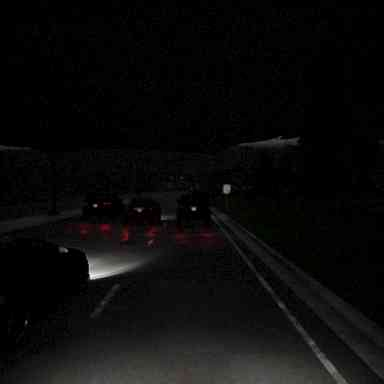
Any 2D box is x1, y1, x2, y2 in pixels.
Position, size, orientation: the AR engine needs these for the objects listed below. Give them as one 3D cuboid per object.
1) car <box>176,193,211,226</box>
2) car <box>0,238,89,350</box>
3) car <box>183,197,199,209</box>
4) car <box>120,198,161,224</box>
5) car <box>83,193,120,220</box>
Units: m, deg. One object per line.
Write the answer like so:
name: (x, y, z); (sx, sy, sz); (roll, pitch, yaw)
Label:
car: (0.097, 1.092, 22.576); (2.150, 2.045, 5.566); (0, 1, 0)
car: (-3.398, 1.528, 6.153); (1.994, 1.385, 4.181); (0, 0, 0)
car: (-0.185, 1.321, 41.999); (1.994, 1.385, 4.181); (0, 0, -1)
car: (-3.407, 1.215, 23.696); (2.097, 1.767, 4.553); (0, 0, 0)
car: (-6.916, 1.068, 26.454); (2.150, 2.045, 5.566); (0, 0, 0)
